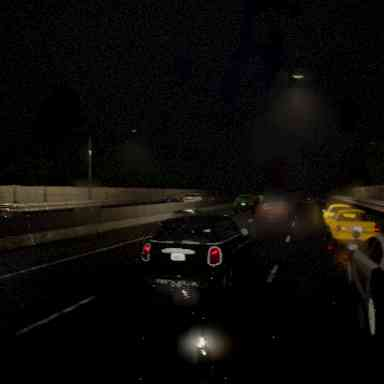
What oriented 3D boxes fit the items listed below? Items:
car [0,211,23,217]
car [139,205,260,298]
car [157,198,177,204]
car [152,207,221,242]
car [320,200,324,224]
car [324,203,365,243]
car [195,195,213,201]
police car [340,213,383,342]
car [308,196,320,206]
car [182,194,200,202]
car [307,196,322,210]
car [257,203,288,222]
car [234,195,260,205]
[{"bbox_3d":[-11.165,1.759,18.959,1.994,1.385,4.181,-1,0,19],"label":"car"},{"bbox_3d":[0.402,1.402,9.052,2.097,1.767,4.553,-1,0,19],"label":"car"},{"bbox_3d":[-4.386,1.705,59.364,2.033,1.411,5.357,-1,0,20],"label":"car"},{"bbox_3d":[-0.063,1.643,18.284,2.033,1.411,5.357,-1,0,19],"label":"car"},{"bbox_3d":[9.462,1.477,21.424,1.801,1.575,5.366,-1,0,19],"label":"car"},{"bbox_3d":[7.477,1.477,15.762,1.801,1.575,5.366,-1,0,19],"label":"car"},{"bbox_3d":[2.785,1.633,58.667,2.033,1.411,5.357,-1,0,20],"label":"car"},{"bbox_3d":[4.140,1.430,6.252,1.930,1.638,5.238,-1,0,19],"label":"police car"},{"bbox_3d":[20.103,1.418,54.936,1.837,1.490,4.892,-1,0,19],"label":"car"},{"bbox_3d":[0.073,1.336,61.479,2.150,2.045,5.566,-1,0,20],"label":"car"},{"bbox_3d":[15.493,1.465,41.737,2.128,1.511,4.902,-1,0,20],"label":"car"},{"bbox_3d":[6.692,1.660,26.965,1.895,1.301,4.718,-1,0,19],"label":"car"},{"bbox_3d":[5.975,1.297,35.505,2.150,2.045,5.566,-1,0,19],"label":"car"}]
